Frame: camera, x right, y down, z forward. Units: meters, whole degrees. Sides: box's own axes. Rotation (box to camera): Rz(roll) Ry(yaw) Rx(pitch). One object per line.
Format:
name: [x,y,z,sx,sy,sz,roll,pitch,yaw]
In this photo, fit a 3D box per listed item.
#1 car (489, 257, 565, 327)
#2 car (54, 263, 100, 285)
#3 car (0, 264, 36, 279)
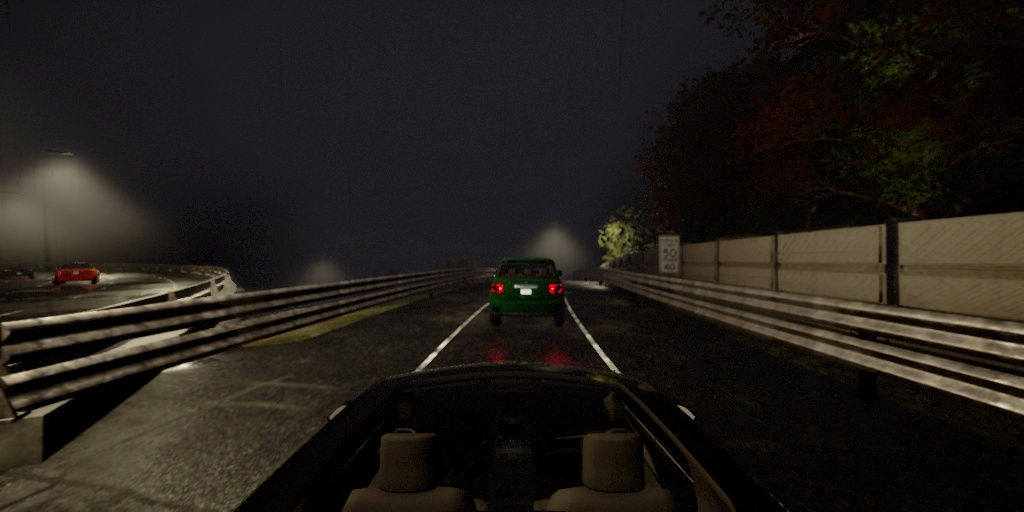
car: [0.555,1.064,12.151,2.150,2.045,5.566,0,0,4]
car: [-34.636,1.317,28.662,4.553,1.767,2.097,0,-1,43]
car: [-49.956,1.547,36.228,4.674,1.442,1.812,0,-1,34]
